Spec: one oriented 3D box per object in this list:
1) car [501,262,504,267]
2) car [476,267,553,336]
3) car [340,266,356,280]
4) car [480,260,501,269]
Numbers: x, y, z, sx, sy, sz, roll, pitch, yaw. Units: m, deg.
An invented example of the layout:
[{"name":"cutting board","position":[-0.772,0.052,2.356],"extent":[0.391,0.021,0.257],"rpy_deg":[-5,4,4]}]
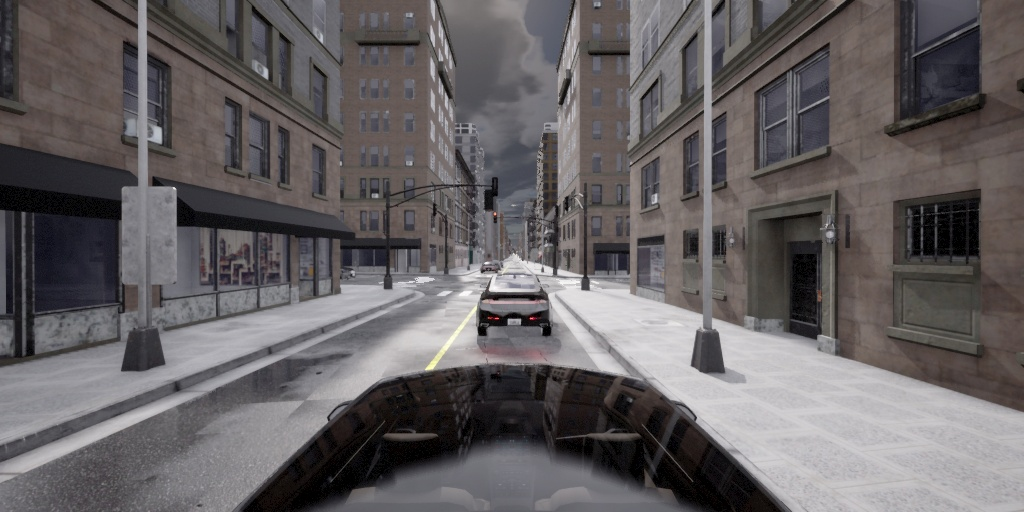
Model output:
[{"name":"car","position":[-2.625,1.334,53.955],"extent":[1.837,1.490,4.892],"rpy_deg":[0,0,0]},{"name":"car","position":[0.074,1.243,10.348],"extent":[2.128,1.511,4.902],"rpy_deg":[0,0,1]},{"name":"car","position":[-14.044,1.078,26.253],"extent":[4.902,1.511,2.128],"rpy_deg":[1,0,0]},{"name":"car","position":[-2.719,1.372,44.002],"extent":[1.994,1.385,4.181],"rpy_deg":[0,0,1]}]
